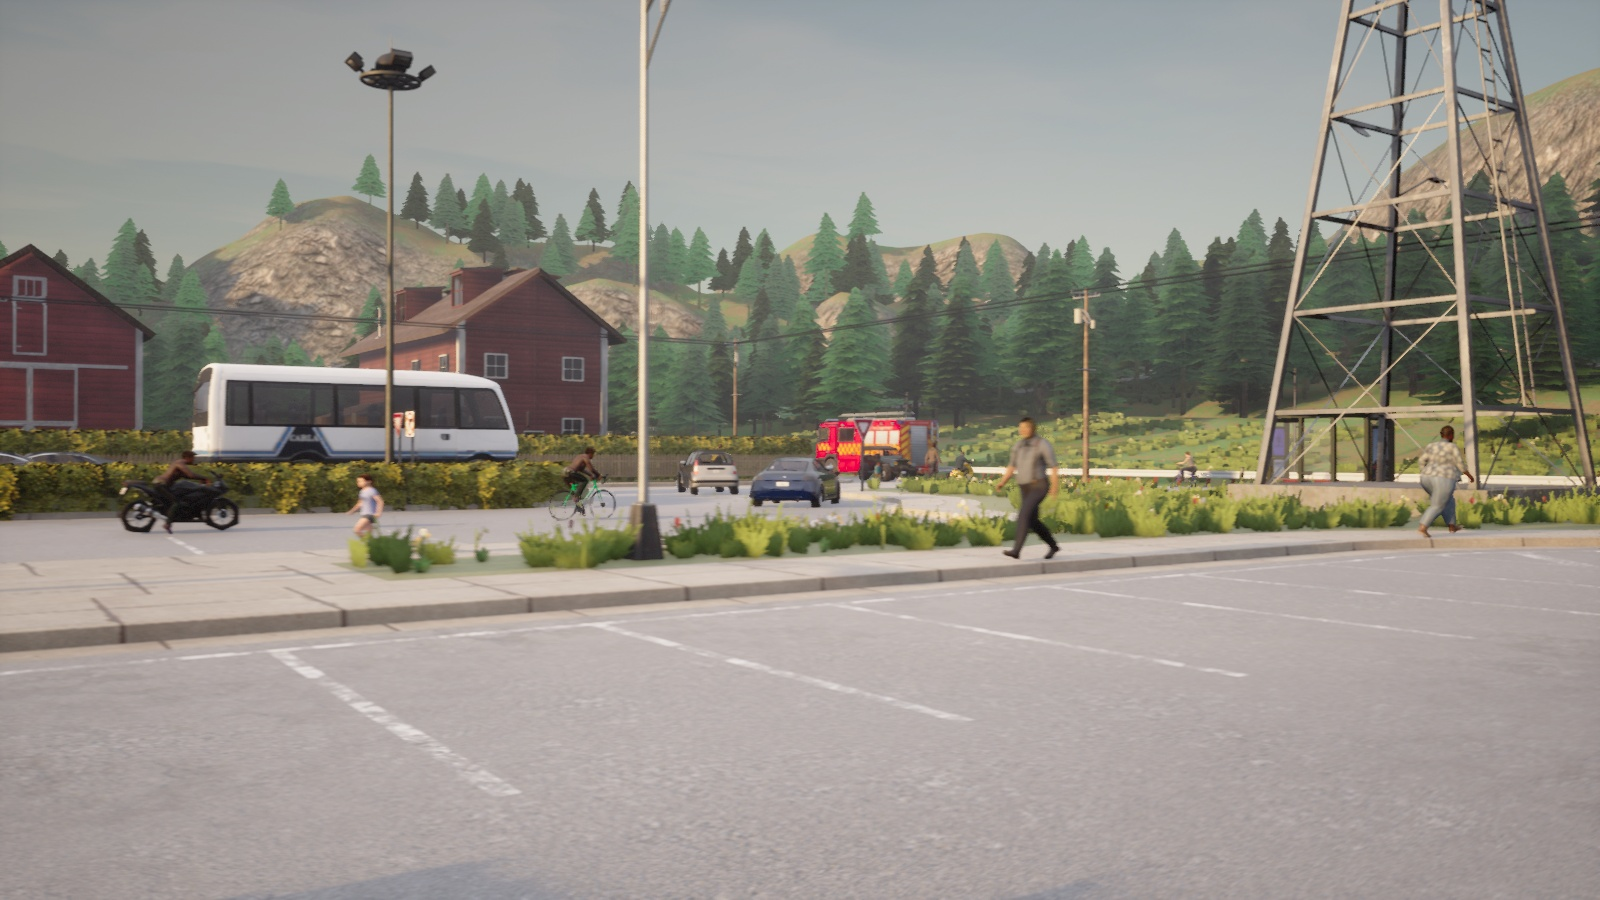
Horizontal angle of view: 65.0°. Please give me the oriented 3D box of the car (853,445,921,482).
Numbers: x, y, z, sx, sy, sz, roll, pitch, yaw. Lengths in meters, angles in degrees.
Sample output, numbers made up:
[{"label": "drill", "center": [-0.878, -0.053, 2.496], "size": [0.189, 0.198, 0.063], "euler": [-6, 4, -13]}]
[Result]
[{"label": "car", "center": [4.578, 0.694, 66.476], "size": [1.905, 1.878, 3.866], "euler": [0, 0, -26]}]

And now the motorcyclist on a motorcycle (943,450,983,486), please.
[{"label": "motorcyclist on a motorcycle", "center": [7.417, 0.823, 57.193], "size": [0.866, 1.590, 1.817], "euler": [-2, -2, 44]}]

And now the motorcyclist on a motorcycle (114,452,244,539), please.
[{"label": "motorcyclist on a motorcycle", "center": [-11.382, 0.807, 23.031], "size": [2.044, 1.523, 0.797], "euler": [0, 0, -34]}]

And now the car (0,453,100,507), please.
[{"label": "car", "center": [-22.988, 0.838, 36.046], "size": [4.902, 1.511, 2.128], "euler": [0, 0, -34]}]

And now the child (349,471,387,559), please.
[{"label": "child", "center": [-5.567, 0.832, 16.175], "size": [0.394, 1.110, 0.255], "euler": [0, 0, -42]}]

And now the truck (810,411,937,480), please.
[{"label": "truck", "center": [4.184, -0.248, 73.818], "size": [2.891, 3.827, 8.468], "euler": [0, 0, -34]}]

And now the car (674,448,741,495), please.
[{"label": "car", "center": [-3.442, 0.764, 46.174], "size": [1.851, 1.617, 3.988], "euler": [0, 0, -13]}]

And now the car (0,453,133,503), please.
[{"label": "car", "center": [-23.941, 0.849, 39.629], "size": [4.902, 1.511, 2.128], "euler": [0, 0, -34]}]

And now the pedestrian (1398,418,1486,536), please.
[{"label": "pedestrian", "center": [10.335, 0.428, 20.234], "size": [0.900, 1.855, 0.874], "euler": [0, 0, -15]}]

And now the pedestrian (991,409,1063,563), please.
[{"label": "pedestrian", "center": [2.802, 0.432, 15.532], "size": [0.694, 1.848, 0.540], "euler": [0, 0, -34]}]

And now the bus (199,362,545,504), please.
[{"label": "bus", "center": [-14.154, -0.499, 42.038], "size": [10.273, 4.253, 3.944], "euler": [0, 0, -34]}]

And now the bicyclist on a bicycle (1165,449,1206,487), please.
[{"label": "bicyclist on a bicycle", "center": [16.865, 0.780, 54.904], "size": [0.866, 1.612, 1.509], "euler": [0, 0, -34]}]

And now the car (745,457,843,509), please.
[{"label": "car", "center": [-0.101, 0.897, 35.836], "size": [1.994, 1.385, 4.181], "euler": [0, 0, 11]}]

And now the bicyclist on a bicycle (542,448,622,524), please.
[{"label": "bicyclist on a bicycle", "center": [-4.788, 0.776, 27.620], "size": [1.656, 1.620, 0.582], "euler": [1, -1, -37]}]

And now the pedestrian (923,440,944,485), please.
[{"label": "pedestrian", "center": [5.379, 0.513, 50.737], "size": [0.869, 1.805, 0.328], "euler": [0, 0, -40]}]
